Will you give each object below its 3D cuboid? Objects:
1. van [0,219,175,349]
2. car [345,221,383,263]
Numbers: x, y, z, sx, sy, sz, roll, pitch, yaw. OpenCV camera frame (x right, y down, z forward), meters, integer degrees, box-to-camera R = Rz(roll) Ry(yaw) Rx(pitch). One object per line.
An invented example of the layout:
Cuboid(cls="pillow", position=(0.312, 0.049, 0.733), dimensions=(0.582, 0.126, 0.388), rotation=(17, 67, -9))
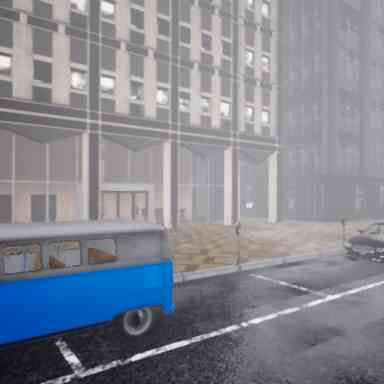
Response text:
Cuboid(cls="van", position=(-2.188, 1.352, 5.007), dimensions=(3.998, 1.788, 1.690), rotation=(1, -1, -35))
Cuboid(cls="car", position=(7.088, 1.682, 11.619), dimensions=(4.403, 1.369, 2.008), rotation=(1, -1, -35))
